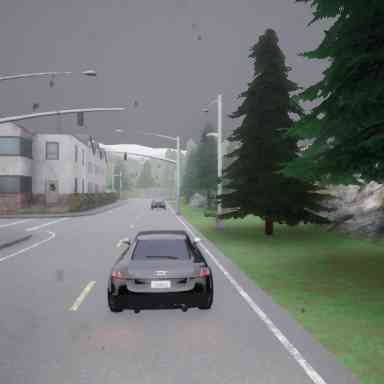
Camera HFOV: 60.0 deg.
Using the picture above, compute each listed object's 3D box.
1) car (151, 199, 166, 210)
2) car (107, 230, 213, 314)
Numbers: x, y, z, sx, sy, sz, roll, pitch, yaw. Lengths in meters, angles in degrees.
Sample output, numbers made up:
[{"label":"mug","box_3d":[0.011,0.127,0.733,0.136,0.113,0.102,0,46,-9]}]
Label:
[{"label":"car","box_3d":[-4.450,1.601,43.930,1.895,1.301,4.718,0,0,-6]},{"label":"car","box_3d":[-0.697,1.564,7.750,1.994,1.385,4.181,0,0,-5]}]
